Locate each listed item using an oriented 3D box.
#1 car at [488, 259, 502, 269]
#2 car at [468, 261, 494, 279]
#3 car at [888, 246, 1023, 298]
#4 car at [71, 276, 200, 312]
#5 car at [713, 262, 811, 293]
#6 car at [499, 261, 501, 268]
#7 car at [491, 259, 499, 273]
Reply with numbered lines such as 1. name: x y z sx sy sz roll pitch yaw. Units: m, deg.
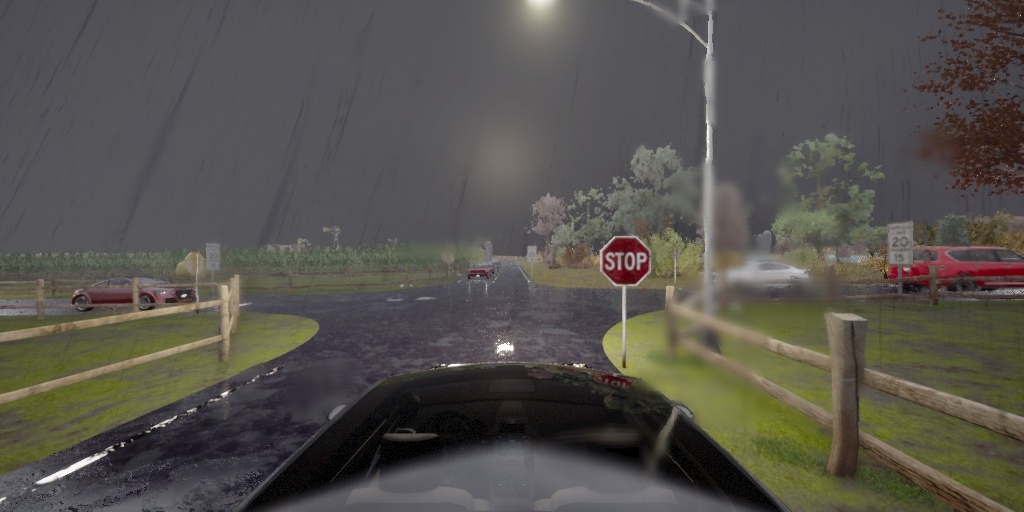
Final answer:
1. car: -2.884 1.294 60.491 2.128 1.511 4.902 0 0 0
2. car: -2.883 1.366 32.477 1.895 1.301 4.718 0 0 0
3. car: 19.464 0.606 15.155 5.566 2.045 2.150 -1 0 2
4. car: -16.361 1.596 15.716 4.181 1.385 1.994 -1 0 0
5. car: 12.399 1.030 18.167 4.674 1.442 1.812 -1 0 1
6. car: -2.910 1.350 51.335 1.994 1.385 4.181 0 0 0
7. car: -2.901 1.321 42.129 2.033 1.411 5.357 0 0 0
